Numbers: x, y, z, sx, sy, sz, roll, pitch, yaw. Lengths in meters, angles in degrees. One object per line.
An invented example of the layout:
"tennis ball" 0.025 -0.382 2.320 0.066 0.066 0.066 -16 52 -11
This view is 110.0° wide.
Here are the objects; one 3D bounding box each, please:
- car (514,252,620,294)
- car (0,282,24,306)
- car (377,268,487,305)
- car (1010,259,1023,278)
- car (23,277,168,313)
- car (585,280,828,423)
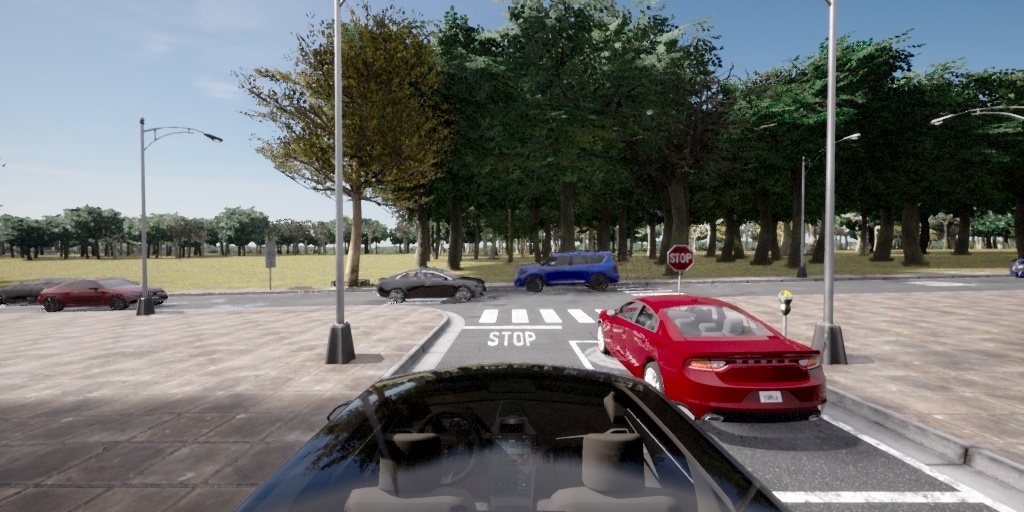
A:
"car" 2.892 0.839 19.254 5.566 2.045 2.150 -1 1 0
"car" -25.133 1.859 19.308 4.181 1.385 1.994 -1 1 0
"car" -3.592 1.309 16.323 4.902 1.511 2.128 -2 1 0
"car" 29.996 0.350 19.205 4.553 1.767 2.097 -1 1 0
"car" -18.569 1.708 16.347 4.674 1.442 1.812 -2 1 0
"car" 2.642 1.293 5.871 1.888 1.381 4.507 0 0 0
